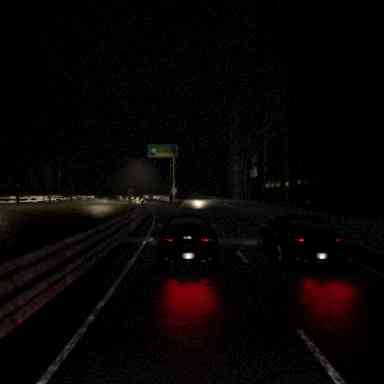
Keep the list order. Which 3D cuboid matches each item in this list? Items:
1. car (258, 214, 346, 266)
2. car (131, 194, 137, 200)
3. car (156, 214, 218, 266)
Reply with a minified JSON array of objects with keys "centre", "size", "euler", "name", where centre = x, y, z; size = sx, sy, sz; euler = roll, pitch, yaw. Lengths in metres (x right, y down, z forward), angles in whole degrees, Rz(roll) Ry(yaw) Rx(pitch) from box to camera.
[{"centre":[3.599,1.522,11.617],"size":[1.837,1.490,4.892],"euler":[0,0,0],"name":"car"},{"centre":[-16.155,1.375,91.407],"size":[1.882,1.535,5.008],"euler":[0,0,-16],"name":"car"},{"centre":[-0.182,1.520,11.613],"size":[1.837,1.490,4.892],"euler":[0,0,-2],"name":"car"}]
